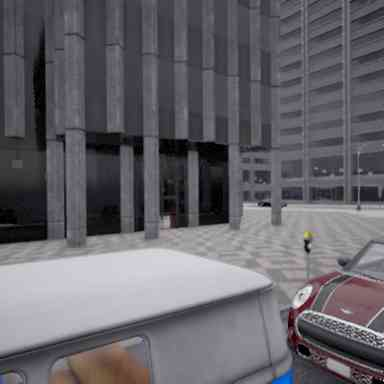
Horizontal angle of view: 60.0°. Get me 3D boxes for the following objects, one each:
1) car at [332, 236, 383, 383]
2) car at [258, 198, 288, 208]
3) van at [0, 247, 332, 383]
[{"bbox_3d":[3.232,1.376,4.800,4.097,1.590,1.967,-1,0,-35],"label":"car"},{"bbox_3d":[12.369,1.723,50.893,1.882,1.535,5.008,-1,-1,-35],"label":"car"},{"bbox_3d":[-1.252,1.343,1.635,3.998,1.788,1.690,-1,0,-35],"label":"van"}]
